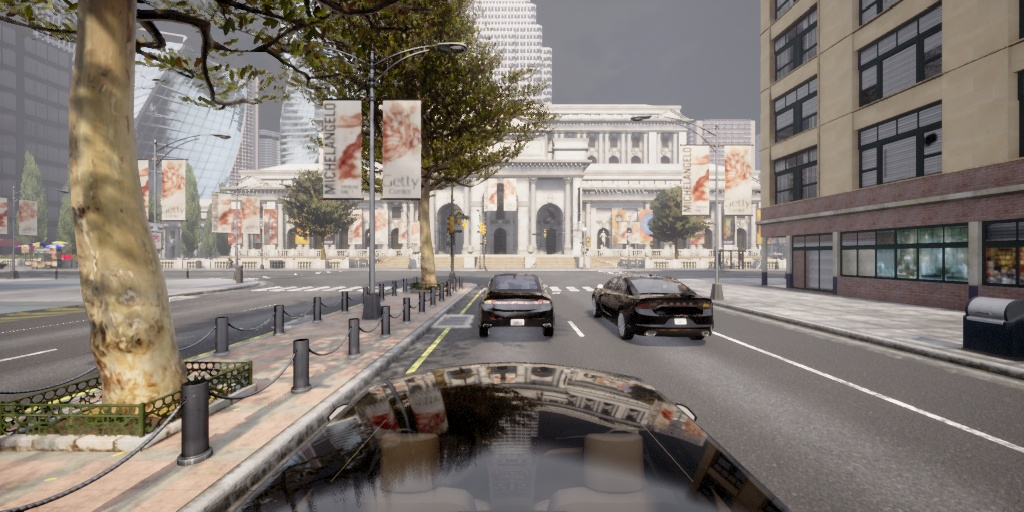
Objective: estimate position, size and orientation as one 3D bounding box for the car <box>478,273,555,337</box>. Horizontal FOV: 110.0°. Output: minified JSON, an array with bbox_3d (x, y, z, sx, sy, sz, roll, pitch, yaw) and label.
[{"bbox_3d":[0.080,1.242,10.289,2.128,1.511,4.902,0,0,-1],"label":"car"}]

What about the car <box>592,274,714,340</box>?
[{"bbox_3d":[3.564,1.228,10.020,1.882,1.535,5.008,0,0,0],"label":"car"}]
